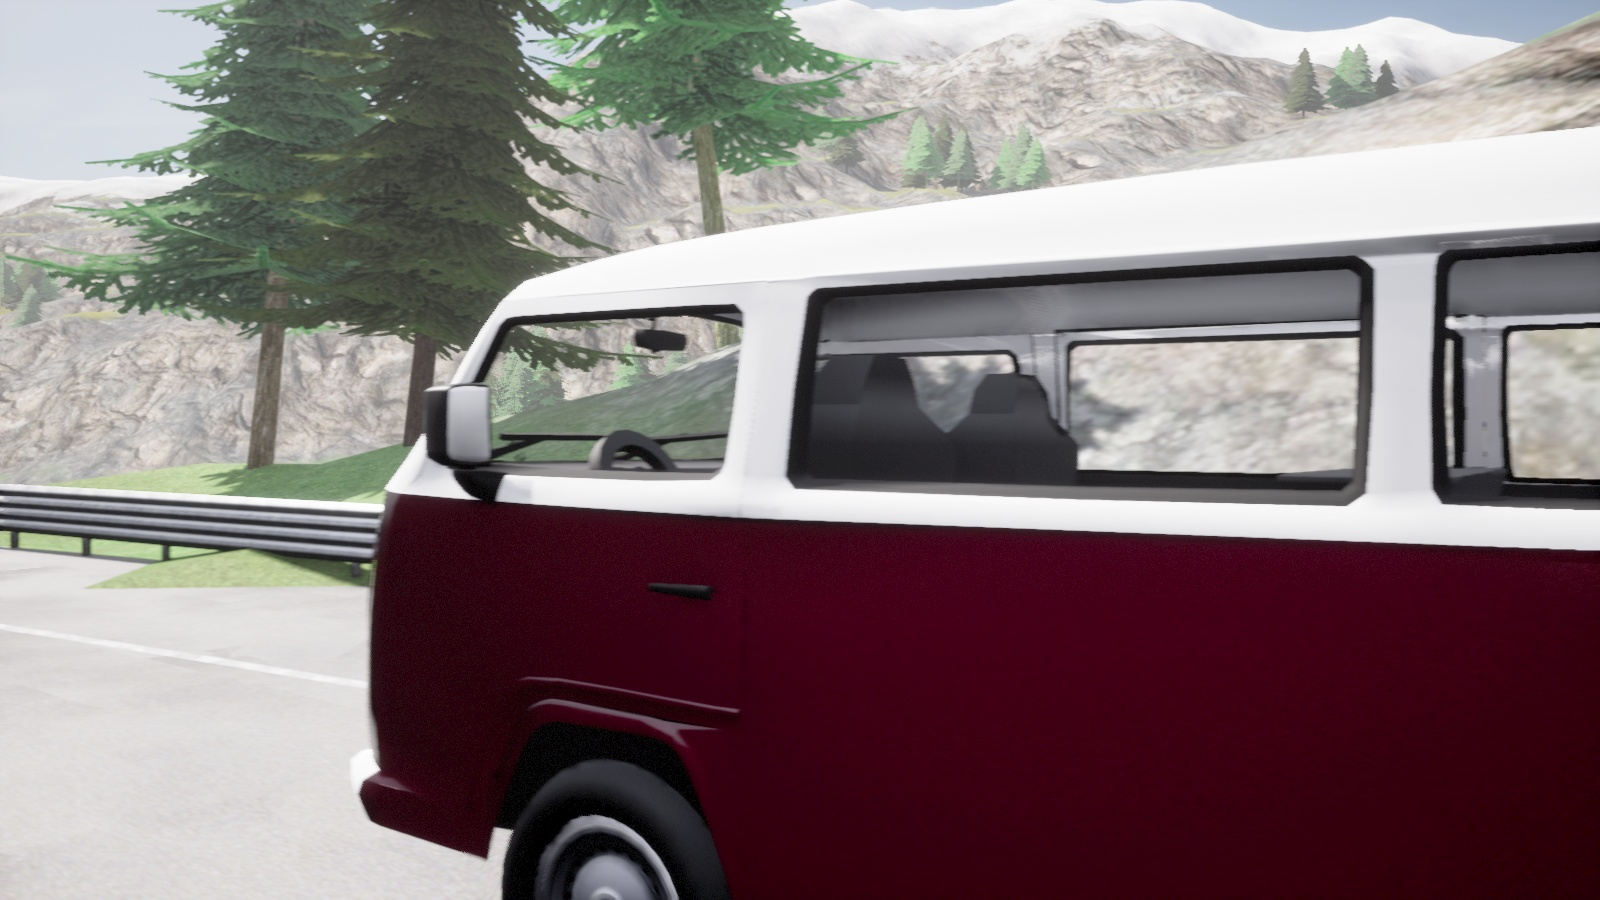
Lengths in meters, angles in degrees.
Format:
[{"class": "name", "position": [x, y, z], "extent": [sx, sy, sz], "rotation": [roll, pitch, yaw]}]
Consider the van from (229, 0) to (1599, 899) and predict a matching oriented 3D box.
[{"class": "van", "position": [0.930, 0.404, 3.013], "extent": [4.480, 2.038, 2.069], "rotation": [0, 1, 33]}]
